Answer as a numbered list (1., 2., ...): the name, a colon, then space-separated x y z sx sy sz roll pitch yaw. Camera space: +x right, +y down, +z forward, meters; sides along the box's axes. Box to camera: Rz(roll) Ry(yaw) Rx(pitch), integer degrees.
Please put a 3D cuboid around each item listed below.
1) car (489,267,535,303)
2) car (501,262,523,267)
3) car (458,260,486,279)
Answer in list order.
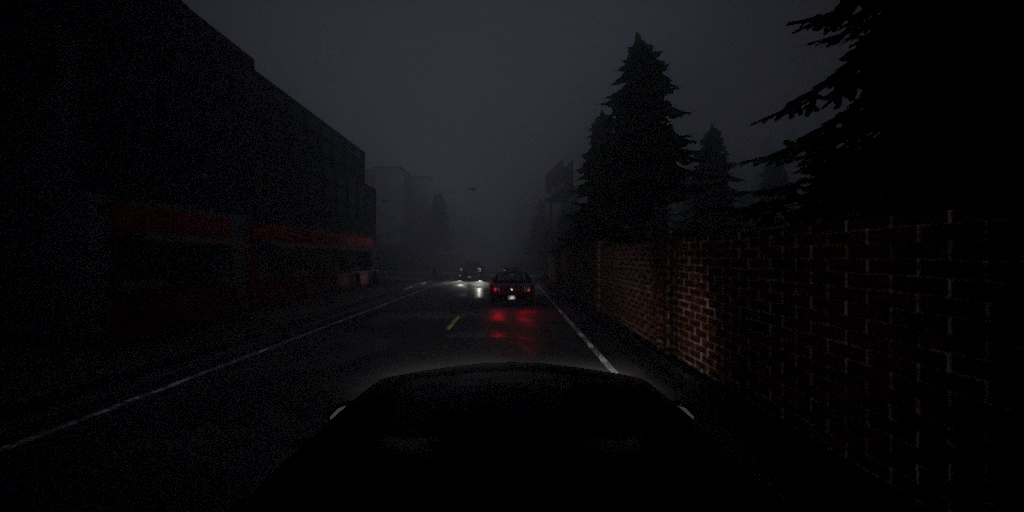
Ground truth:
1. car: 0.000 1.363 16.530 1.895 1.301 4.718 0 0 0
2. car: 0.000 1.280 31.500 1.812 1.442 4.674 0 0 0
3. car: -3.500 1.151 31.680 2.097 1.767 4.553 0 0 0
